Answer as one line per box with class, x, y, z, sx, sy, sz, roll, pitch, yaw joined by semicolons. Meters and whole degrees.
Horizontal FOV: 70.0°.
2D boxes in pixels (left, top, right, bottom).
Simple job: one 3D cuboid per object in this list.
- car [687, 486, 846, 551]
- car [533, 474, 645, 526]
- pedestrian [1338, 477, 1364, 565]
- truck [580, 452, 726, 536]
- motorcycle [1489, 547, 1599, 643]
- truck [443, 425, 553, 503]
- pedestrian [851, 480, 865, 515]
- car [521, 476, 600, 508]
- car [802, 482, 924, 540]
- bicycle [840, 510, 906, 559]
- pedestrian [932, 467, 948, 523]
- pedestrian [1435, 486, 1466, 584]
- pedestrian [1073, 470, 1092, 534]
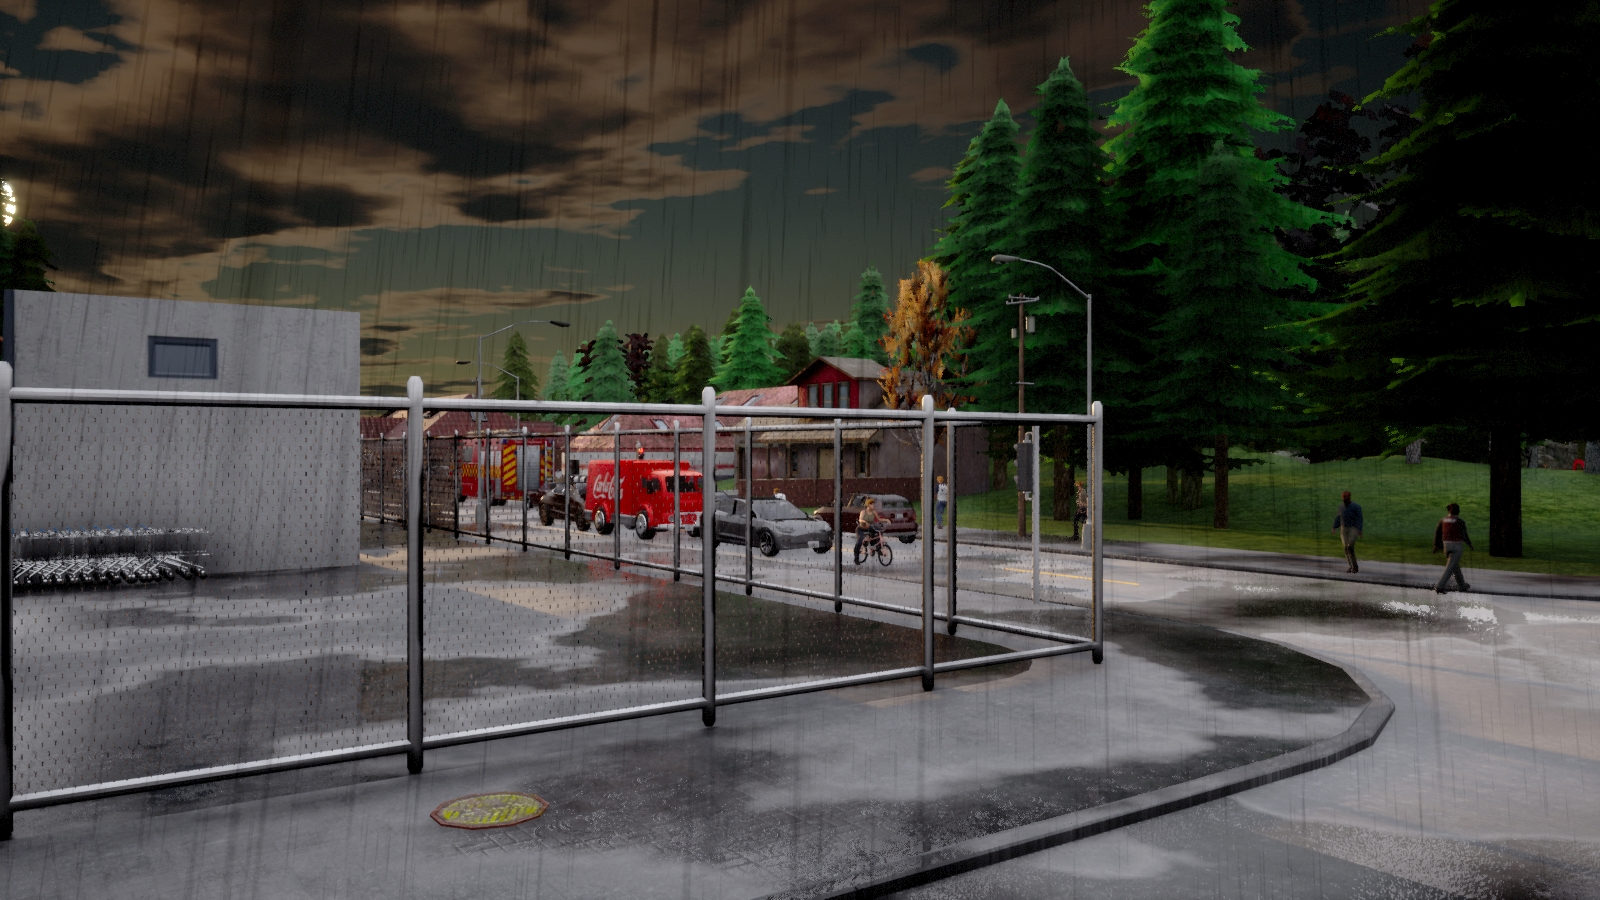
car;-1.029;1.840;31.812;2.163;1.488;4.792;0;0;-35
car;-7.756;1.772;41.538;2.152;1.651;5.027;0;0;-34
pedestrian;11.911;1.520;24.705;0.375;1.860;0.375;0;0;-37
truck;-4.910;1.337;37.383;2.627;2.467;5.204;0;0;-35
motorcycle;10.699;1.991;15.723;2.033;1.145;0.803;1;1;34
truck;-16.070;0.667;60.303;2.891;3.827;8.468;0;0;-35
pedestrian;2.216;1.801;43.494;0.375;1.300;0.375;0;0;-34
car;-11.268;1.931;53.453;1.895;1.301;4.718;0;0;-35
car;1.868;1.801;34.631;1.789;1.549;3.705;0;0;-35
bicycle;1.773;2.033;27.810;0.859;1.080;1.487;0;0;-35
pedestrian;4.715;1.520;38.470;0.375;1.860;0.375;0;0;-22
pedestrian;12.567;1.625;22.072;0.375;1.860;0.375;0;0;-26
pedestrian;8.273;1.522;33.471;0.375;1.860;0.375;0;0;-40
